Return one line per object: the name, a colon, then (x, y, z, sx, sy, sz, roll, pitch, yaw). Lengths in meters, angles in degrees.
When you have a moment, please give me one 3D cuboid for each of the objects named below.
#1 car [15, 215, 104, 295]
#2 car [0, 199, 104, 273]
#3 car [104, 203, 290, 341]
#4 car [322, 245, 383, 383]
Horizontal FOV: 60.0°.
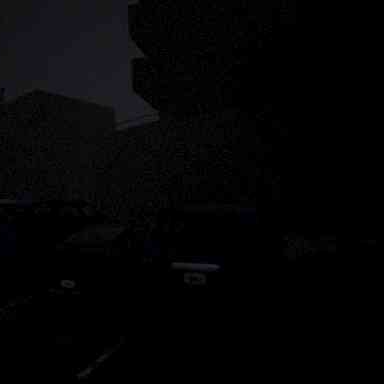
car: (-1.690, 1.503, 8.598, 2.231, 1.521, 4.892, 0, -1, 15)
car: (-4.129, 1.252, 10.371, 2.435, 2.045, 5.566, 0, -1, 15)
car: (0.768, 1.249, 6.872, 2.435, 2.045, 5.566, 0, -1, 16)
car: (3.206, 1.529, 5.098, 2.163, 1.488, 4.792, 0, -1, 16)
